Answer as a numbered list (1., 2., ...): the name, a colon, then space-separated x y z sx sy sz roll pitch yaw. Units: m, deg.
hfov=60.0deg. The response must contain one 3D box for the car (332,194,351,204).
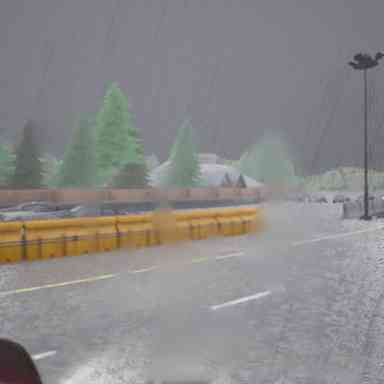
1. car: 23.018 1.057 51.120 1.837 1.490 4.892 0 1 37

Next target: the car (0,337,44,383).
1. car: -2.922 1.580 1.699 4.181 1.385 1.994 -1 0 -36

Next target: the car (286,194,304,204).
1. car: 17.131 1.057 54.932 1.882 1.535 5.008 0 0 37

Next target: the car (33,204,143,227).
1. car: -5.152 1.496 17.652 5.357 1.411 2.033 -1 0 -37

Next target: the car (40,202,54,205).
1. car: -6.681 1.469 20.935 4.674 1.442 1.812 -1 1 -38

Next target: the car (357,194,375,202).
1. car: 25.354 1.040 48.400 2.128 1.511 4.902 0 0 38

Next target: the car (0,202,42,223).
1. car: -10.305 1.564 22.564 4.718 1.301 1.895 -1 0 -37

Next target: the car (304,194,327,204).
1. car: 20.075 1.058 53.027 2.128 1.511 4.902 0 0 37
